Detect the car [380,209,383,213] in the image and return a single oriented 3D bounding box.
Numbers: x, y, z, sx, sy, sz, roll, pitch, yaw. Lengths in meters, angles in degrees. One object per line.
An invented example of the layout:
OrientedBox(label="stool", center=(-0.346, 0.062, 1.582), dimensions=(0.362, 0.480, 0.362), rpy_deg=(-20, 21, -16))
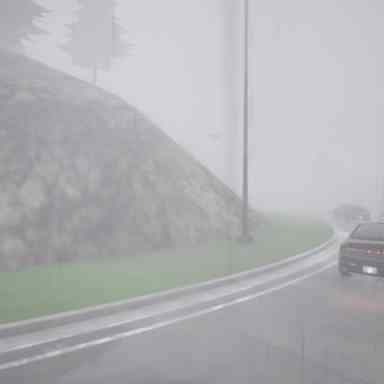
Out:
OrientedBox(label="car", center=(16.616, 1.604, 26.143), dimensions=(2.097, 1.767, 4.553), rpy_deg=(0, 0, 10))

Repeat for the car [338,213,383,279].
OrientedBox(label="car", center=(5.782, 1.596, 9.696), dimensions=(1.837, 1.490, 4.892), rpy_deg=(0, 0, 41))

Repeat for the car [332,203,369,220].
OrientedBox(label="car", center=(13.419, 1.745, 28.331), dimensions=(1.837, 1.490, 4.892), rpy_deg=(1, 0, 7))
